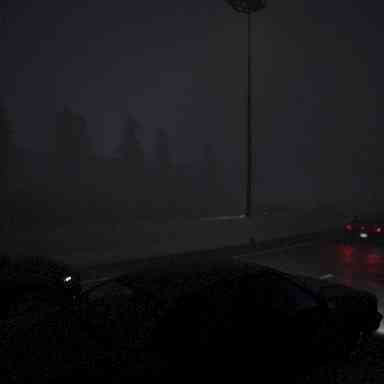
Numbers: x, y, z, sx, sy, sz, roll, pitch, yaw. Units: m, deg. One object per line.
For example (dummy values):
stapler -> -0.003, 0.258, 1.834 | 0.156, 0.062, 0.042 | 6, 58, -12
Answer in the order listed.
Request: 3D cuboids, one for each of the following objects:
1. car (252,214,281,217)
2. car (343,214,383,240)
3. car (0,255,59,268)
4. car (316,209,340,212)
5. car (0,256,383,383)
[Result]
car -> 7.285, 1.713, 30.700 | 1.882, 1.535, 5.008 | 0, 0, 39
car -> 9.570, 1.758, 17.134 | 1.895, 1.301, 4.718 | 0, -1, 44
car -> -4.282, 1.505, 5.160 | 4.902, 1.511, 2.128 | 1, 0, -35
car -> 13.229, 1.754, 32.749 | 1.882, 1.535, 5.008 | 0, 0, 35
car -> 0.315, 1.576, 4.154 | 5.357, 1.411, 2.033 | 1, 0, -38
